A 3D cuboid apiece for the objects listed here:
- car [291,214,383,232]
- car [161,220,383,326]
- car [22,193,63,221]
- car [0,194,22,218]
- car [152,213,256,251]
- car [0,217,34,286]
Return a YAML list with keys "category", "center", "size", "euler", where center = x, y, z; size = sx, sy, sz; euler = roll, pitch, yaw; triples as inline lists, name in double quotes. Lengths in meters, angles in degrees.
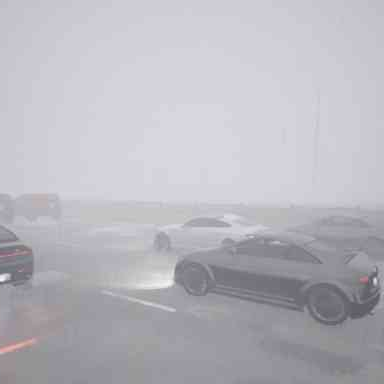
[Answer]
- category: "car"
  center: [5.619, 1.552, 12.882]
  size: [4.181, 1.385, 1.994]
  euler: [0, 0, 36]
- category: "car"
  center: [1.644, 1.553, 7.117]
  size: [4.181, 1.385, 1.994]
  euler: [0, 0, 36]
- category: "car"
  center: [-12.284, 1.120, 25.650]
  size: [5.566, 2.045, 2.150]
  euler: [0, 0, 35]
- category: "car"
  center: [-14.321, 1.120, 22.804]
  size: [5.566, 2.045, 2.150]
  euler: [0, 0, 36]
- category: "car"
  center: [0.678, 1.499, 12.090]
  size: [4.674, 1.442, 1.812]
  euler: [0, 0, 35]
- category: "car"
  center: [-5.778, 1.467, 8.114]
  size: [4.892, 1.490, 1.837]
  euler: [0, 0, 35]
